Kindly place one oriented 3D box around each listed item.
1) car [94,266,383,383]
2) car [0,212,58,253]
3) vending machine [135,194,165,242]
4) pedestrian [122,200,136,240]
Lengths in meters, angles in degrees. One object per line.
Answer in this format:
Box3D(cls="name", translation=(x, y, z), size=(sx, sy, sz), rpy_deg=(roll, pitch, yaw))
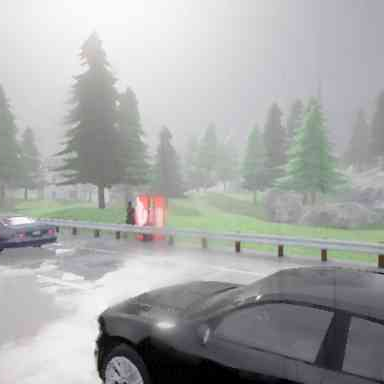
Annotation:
Box3D(cls="car", translation=(1.186, 1.475, 3.054), size=(5.008, 1.535, 1.882), rpy_deg=(0, 0, 36))
Box3D(cls="car", translation=(-7.659, 1.502, 13.196), size=(5.357, 1.411, 2.033), rpy_deg=(0, 0, 32))
Box3D(cls="vending machine", translation=(-1.936, 1.161, 15.439), size=(0.880, 2.100, 1.100), rpy_deg=(0, 0, 33))
Box3D(cls="pedestrian", translation=(-2.838, 1.257, 15.265), size=(0.375, 1.860, 0.375), rpy_deg=(0, 0, 33))
